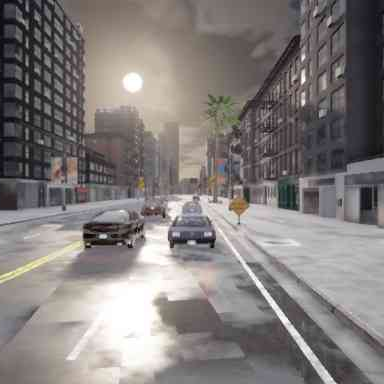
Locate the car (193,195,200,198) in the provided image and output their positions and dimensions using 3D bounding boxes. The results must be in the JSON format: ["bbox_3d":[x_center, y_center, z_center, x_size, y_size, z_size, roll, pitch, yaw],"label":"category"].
[{"bbox_3d":[1.138,1.508,90.121,1.812,1.442,4.674,0,0,0],"label":"car"}]

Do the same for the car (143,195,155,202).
[{"bbox_3d":[-9.750,1.472,75.989,2.033,1.411,5.357,0,0,0],"label":"car"}]

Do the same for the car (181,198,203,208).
[{"bbox_3d":[0.000,1.553,29.650,2.033,1.411,5.357,0,0,0],"label":"car"}]

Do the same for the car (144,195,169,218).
[{"bbox_3d":[-3.250,1.356,29.620,2.097,1.767,4.553,0,0,0],"label":"car"}]

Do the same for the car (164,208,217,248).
[{"bbox_3d":[0.000,1.613,14.680,1.895,1.301,4.718,0,0,0],"label":"car"}]

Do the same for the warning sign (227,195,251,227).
[{"bbox_3d":[2.848,1.108,20.124,1.300,1.860,1.060,0,0,0],"label":"warning sign"}]

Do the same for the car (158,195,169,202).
[{"bbox_3d":[-6.501,1.472,75.989,2.033,1.411,5.357,0,0,0],"label":"car"}]

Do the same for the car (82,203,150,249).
[{"bbox_3d":[-3.249,1.481,14.650,1.882,1.535,5.008,0,0,0],"label":"car"}]
